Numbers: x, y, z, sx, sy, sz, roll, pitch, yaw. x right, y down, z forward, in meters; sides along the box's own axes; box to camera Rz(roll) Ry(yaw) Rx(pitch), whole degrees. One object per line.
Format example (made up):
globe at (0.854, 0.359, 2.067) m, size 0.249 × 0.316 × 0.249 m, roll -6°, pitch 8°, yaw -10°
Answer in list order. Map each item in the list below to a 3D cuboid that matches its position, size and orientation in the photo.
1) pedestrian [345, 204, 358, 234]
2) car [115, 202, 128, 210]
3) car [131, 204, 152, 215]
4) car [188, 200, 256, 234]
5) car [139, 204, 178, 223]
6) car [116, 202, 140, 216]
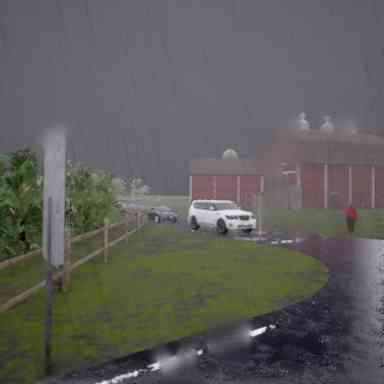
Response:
pedestrian at (9.652, 1.607, 20.195) m, size 0.375 × 1.860 × 0.375 m, roll 0°, pitch 0°, yaw -32°
car at (-13.478, 2.618, 63.636) m, size 1.882 × 1.535 × 5.008 m, roll 1°, pitch -1°, yaw -18°
car at (-7.085, 2.386, 46.252) m, size 1.994 × 1.385 × 4.181 m, roll 1°, pitch -1°, yaw -23°
car at (1.781, 1.553, 21.879) m, size 2.150 × 2.045 × 5.566 m, roll 1°, pitch -1°, yaw -30°
car at (-2.922, 2.006, 30.472) m, size 1.837 × 1.490 × 4.892 m, roll 1°, pitch -1°, yaw -27°
car at (-7.356, 2.181, 39.561) m, size 1.837 × 1.490 × 4.892 m, roll 1°, pitch -1°, yaw -25°
